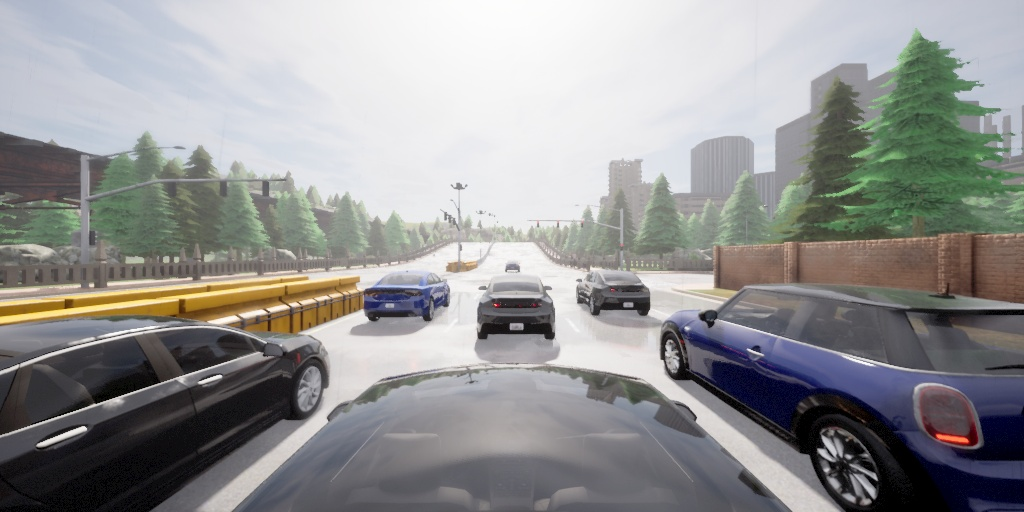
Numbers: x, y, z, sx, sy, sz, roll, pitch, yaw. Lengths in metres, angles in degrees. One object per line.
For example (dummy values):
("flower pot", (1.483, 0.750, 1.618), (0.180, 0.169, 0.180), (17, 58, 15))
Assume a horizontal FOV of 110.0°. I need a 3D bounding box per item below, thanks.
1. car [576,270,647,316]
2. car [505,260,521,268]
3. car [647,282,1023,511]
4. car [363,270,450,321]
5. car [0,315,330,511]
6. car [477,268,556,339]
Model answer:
("car", (3.616, 1.259, 13.468), (1.837, 1.490, 4.892), (0, 0, 1))
("car", (0.077, 1.293, 46.210), (1.812, 1.442, 4.674), (0, 0, 0))
("car", (3.601, 1.103, 4.383), (2.097, 1.767, 4.553), (0, 0, 0))
("car", (-3.402, 1.232, 12.457), (1.882, 1.535, 5.008), (0, 0, 0))
("car", (-3.400, 1.255, 2.964), (1.837, 1.490, 4.892), (0, 0, 0))
("car", (0.097, 1.258, 10.034), (1.837, 1.490, 4.892), (0, 0, 0))
